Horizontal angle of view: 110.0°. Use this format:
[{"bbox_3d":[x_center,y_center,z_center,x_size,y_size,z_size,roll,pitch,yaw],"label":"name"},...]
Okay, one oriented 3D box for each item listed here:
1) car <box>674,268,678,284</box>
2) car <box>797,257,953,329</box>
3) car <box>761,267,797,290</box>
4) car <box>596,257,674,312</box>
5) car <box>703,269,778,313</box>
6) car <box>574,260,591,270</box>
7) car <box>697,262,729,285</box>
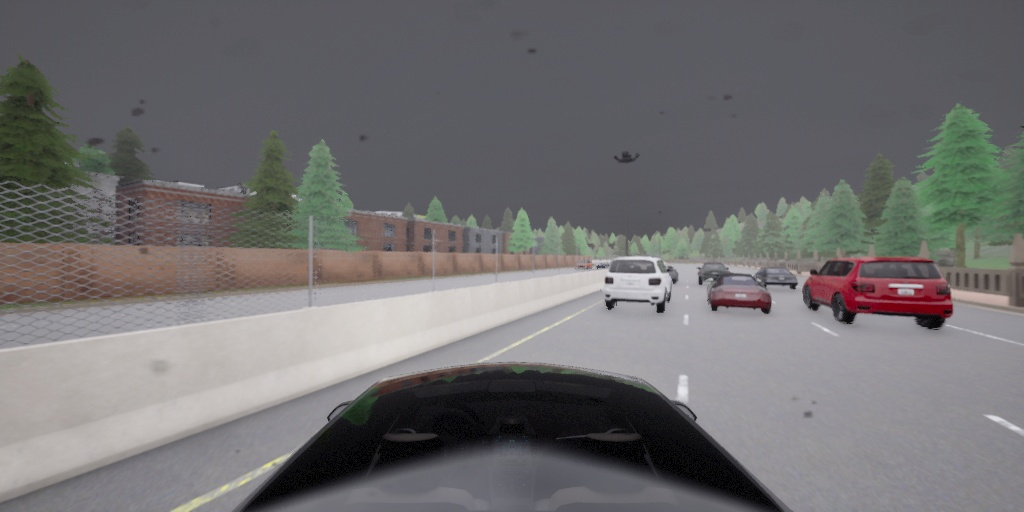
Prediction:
[{"bbox_3d":[12.596,1.488,29.667,1.994,1.385,4.181,0,0,27],"label":"car"},{"bbox_3d":[11.649,1.046,11.904,2.150,2.045,5.566,0,0,27],"label":"car"},{"bbox_3d":[17.794,1.449,24.432,2.033,1.411,5.357,0,0,27],"label":"car"},{"bbox_3d":[5.357,1.054,14.974,2.150,2.045,5.566,0,0,27],"label":"car"},{"bbox_3d":[9.131,1.400,14.682,1.994,1.385,4.181,0,0,27],"label":"car"},{"bbox_3d":[12.068,1.448,60.556,2.097,1.767,4.553,0,0,27],"label":"car"},{"bbox_3d":[15.592,1.269,27.836,2.097,1.767,4.553,0,0,27],"label":"car"}]
